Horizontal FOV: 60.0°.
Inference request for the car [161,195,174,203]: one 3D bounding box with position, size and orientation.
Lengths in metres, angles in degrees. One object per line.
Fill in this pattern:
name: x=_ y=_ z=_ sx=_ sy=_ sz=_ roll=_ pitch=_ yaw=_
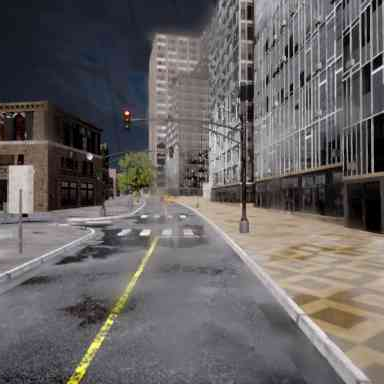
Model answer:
car: x=-4.845 y=1.465 z=68.185 sx=1.882 sy=1.535 sz=5.008 roll=0 pitch=0 yaw=-8
